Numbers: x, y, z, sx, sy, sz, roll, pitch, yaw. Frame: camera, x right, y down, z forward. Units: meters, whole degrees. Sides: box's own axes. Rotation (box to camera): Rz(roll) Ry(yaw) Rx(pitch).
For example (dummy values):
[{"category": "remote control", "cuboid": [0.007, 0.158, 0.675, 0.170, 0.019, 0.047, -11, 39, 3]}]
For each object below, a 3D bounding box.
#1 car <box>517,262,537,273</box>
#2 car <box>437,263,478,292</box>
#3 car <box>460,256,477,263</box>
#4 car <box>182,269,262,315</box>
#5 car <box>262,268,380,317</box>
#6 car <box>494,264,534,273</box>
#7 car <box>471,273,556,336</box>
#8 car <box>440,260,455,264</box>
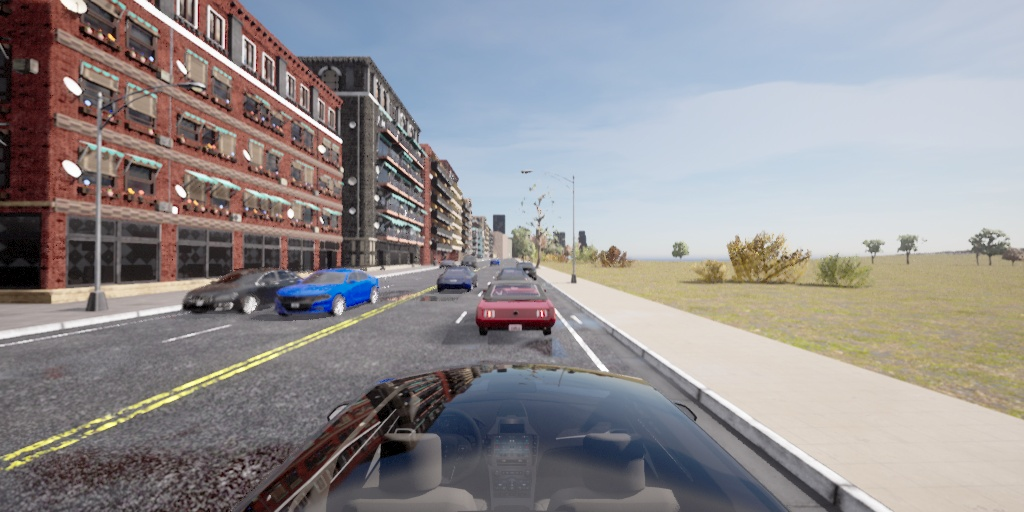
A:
[{"category": "car", "cuboid": [1.061, 1.272, 30.467, 1.837, 1.490, 4.892, 0, 0, 0]}, {"category": "car", "cuboid": [-3.202, 1.326, 21.562, 1.994, 1.385, 4.181, 0, 0, 0]}, {"category": "car", "cuboid": [-6.737, 0.998, 56.309, 2.150, 2.045, 5.566, 0, 0, 0]}, {"category": "car", "cuboid": [-9.883, 1.262, 13.760, 1.837, 1.490, 4.892, 0, 0, 0]}, {"category": "car", "cuboid": [-6.632, 1.235, 13.453, 1.882, 1.535, 5.008, 0, 0, 0]}, {"category": "car", "cuboid": [0.043, 1.326, 20.473, 1.994, 1.385, 4.181, 0, 0, 0]}, {"category": "car", "cuboid": [0.079, 1.356, 10.442, 1.895, 1.301, 4.718, 0, 0, 0]}, {"category": "car", "cuboid": [-9.986, 1.325, 55.737, 2.033, 1.411, 5.357, 0, 0, 0]}]
